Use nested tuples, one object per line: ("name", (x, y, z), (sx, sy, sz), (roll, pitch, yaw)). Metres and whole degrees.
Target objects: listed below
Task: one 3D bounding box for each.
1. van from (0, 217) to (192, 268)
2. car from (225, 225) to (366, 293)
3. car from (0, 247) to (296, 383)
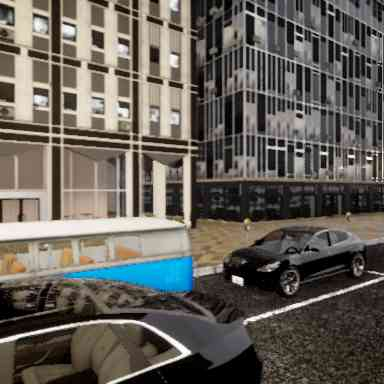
("van", (-1.863, 1.341, 5.235), (3.998, 1.788, 1.690), (0, 0, -36))
("car", (2.772, 1.565, 8.542), (4.313, 1.339, 1.947), (0, 0, -36))
("car", (-1.647, 1.505, 2.203), (4.892, 1.490, 1.837), (0, 0, -36))
